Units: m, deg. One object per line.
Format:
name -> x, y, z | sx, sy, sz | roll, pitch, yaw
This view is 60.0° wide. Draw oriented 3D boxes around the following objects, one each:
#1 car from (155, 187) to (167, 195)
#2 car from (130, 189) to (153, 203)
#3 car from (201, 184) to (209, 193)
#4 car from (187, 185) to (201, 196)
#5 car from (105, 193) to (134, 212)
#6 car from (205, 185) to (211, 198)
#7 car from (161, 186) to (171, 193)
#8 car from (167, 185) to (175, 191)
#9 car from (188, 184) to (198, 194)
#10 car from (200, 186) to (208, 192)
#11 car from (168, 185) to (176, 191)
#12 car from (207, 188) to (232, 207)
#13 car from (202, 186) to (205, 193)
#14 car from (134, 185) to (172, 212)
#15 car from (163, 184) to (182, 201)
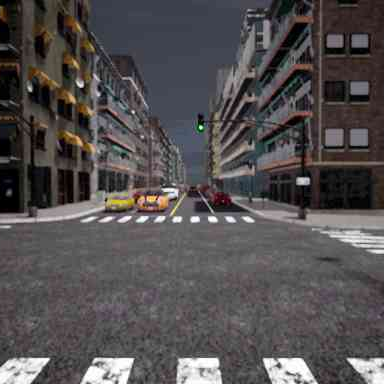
car -> -5.526, -0.210, 59.389 | 1.752, 1.417, 4.829 | 1, 2, 0
car -> -5.584, 0.446, 37.475 | 1.887, 1.381, 4.507 | 1, 2, 0
car -> 2.887, -0.746, 70.560 | 2.192, 1.841, 5.009 | 1, 2, 0
car -> 0.154, -0.185, 57.757 | 1.837, 1.490, 4.892 | 0, 2, 0
car -> -5.613, 0.754, 26.263 | 1.752, 1.417, 4.829 | 1, 2, 0
car -> 2.798, 0.341, 37.436 | 1.967, 1.590, 4.097 | 1, 2, 0
car -> -5.497, -0.516, 70.602 | 1.887, 1.381, 4.507 | 1, 2, 0
car -> -5.453, -1.009, 86.994 | 1.752, 1.417, 4.829 | 1, 2, 0
car -> 0.180, -0.641, 68.141 | 2.097, 1.767, 4.553 | 0, 2, 0
car -> 2.913, -0.815, 81.608 | 1.947, 1.339, 4.313 | 1, 2, 0
car -> -5.438, -1.148, 92.686 | 2.008, 1.369, 4.403 | 1, 2, 0
car -> 2.782, 0.607, 31.918 | 1.887, 1.381, 4.507 | 1, 2, 0
car -> 2.826, 0.162, 48.483 | 1.802, 1.307, 4.206 | 1, 2, 0
car -> -3.024, 0.573, 26.531 | 2.097, 1.767, 4.553 | 0, 2, 0
car -> -2.939, -0.007, 41.983 | 2.150, 2.045, 5.566 | 0, 1, 3
